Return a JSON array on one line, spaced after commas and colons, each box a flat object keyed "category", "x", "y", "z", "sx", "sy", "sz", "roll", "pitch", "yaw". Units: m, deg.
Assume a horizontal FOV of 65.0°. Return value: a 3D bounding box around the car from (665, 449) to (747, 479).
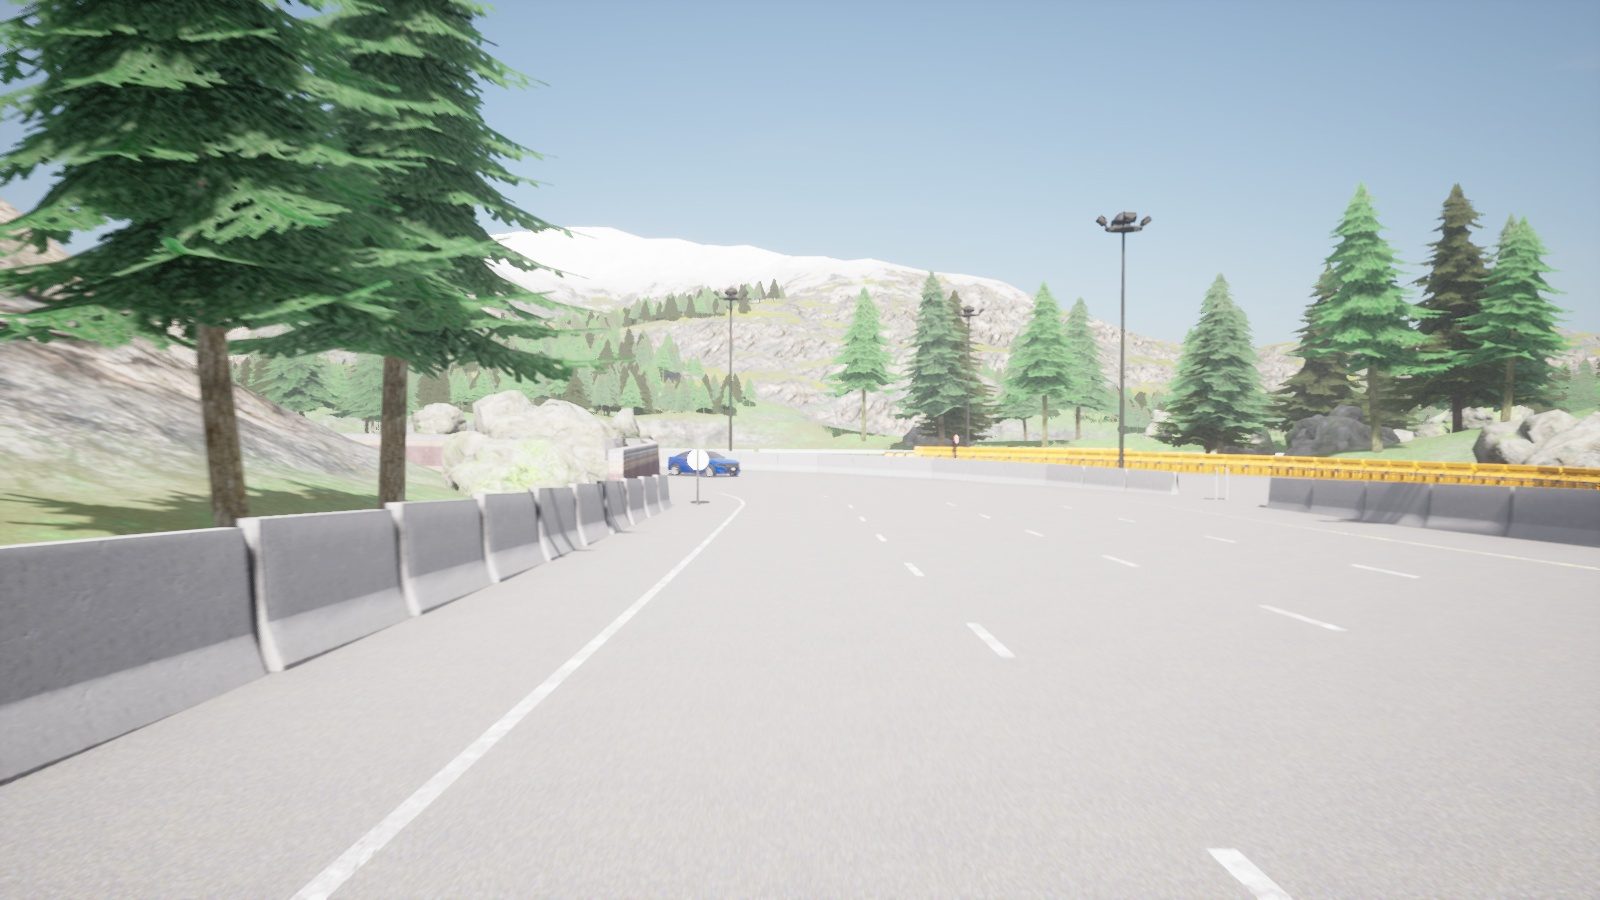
[{"category": "car", "x": -5.378, "y": 0.779, "z": 71.528, "sx": 1.882, "sy": 1.535, "sz": 5.008, "roll": -1, "pitch": 2, "yaw": -45}]
